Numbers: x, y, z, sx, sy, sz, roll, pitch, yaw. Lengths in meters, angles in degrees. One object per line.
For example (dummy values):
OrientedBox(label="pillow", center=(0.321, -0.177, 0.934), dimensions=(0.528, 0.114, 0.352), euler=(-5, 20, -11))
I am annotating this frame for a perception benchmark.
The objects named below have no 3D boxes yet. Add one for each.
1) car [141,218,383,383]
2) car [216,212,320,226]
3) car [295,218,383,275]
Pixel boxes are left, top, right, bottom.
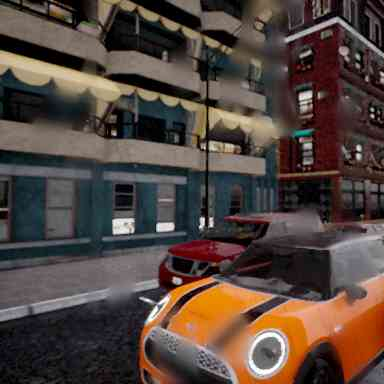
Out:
OrientedBox(label="car", center=(1.515, 1.445, 4.758), dimensions=(4.553, 1.767, 2.097), euler=(1, -2, -42))
OrientedBox(label="car", center=(1.601, 1.483, 8.294), dimensions=(5.009, 1.841, 2.192), euler=(1, -1, -41))
OrientedBox(label="car", center=(5.787, 1.774, 11.967), dimensions=(4.507, 1.381, 1.887), euler=(1, -1, -41))
